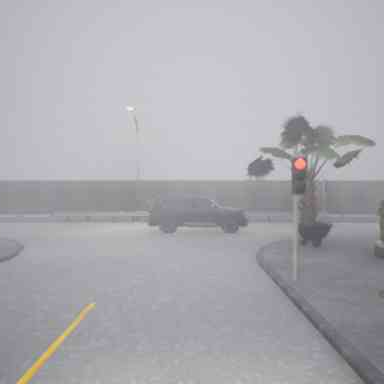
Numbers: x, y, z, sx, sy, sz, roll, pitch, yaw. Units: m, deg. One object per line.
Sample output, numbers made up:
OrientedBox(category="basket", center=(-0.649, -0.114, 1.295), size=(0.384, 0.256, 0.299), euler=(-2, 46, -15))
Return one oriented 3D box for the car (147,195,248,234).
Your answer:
OrientedBox(category="car", center=(0.271, 1.207, 18.588), size=(5.566, 2.045, 2.150), euler=(0, 0, 0))
